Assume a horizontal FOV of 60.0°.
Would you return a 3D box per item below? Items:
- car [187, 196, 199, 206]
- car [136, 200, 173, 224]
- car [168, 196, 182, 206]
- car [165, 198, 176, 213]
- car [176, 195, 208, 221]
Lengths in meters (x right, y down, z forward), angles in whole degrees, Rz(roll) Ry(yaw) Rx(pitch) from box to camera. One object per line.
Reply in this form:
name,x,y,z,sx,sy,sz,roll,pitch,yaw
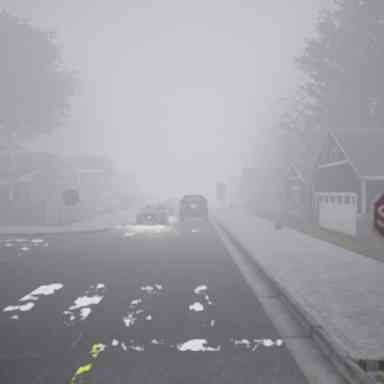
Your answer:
car,0.165,1.512,56.959,1.882,1.535,5.008,0,0,0
car,-2.828,1.568,24.684,1.994,1.385,4.181,0,0,3
car,-2.743,1.521,54.630,2.128,1.511,4.902,0,0,1
car,-2.808,1.607,34.641,1.895,1.301,4.718,0,0,0
car,0.131,1.226,26.980,2.150,2.045,5.566,0,0,0
